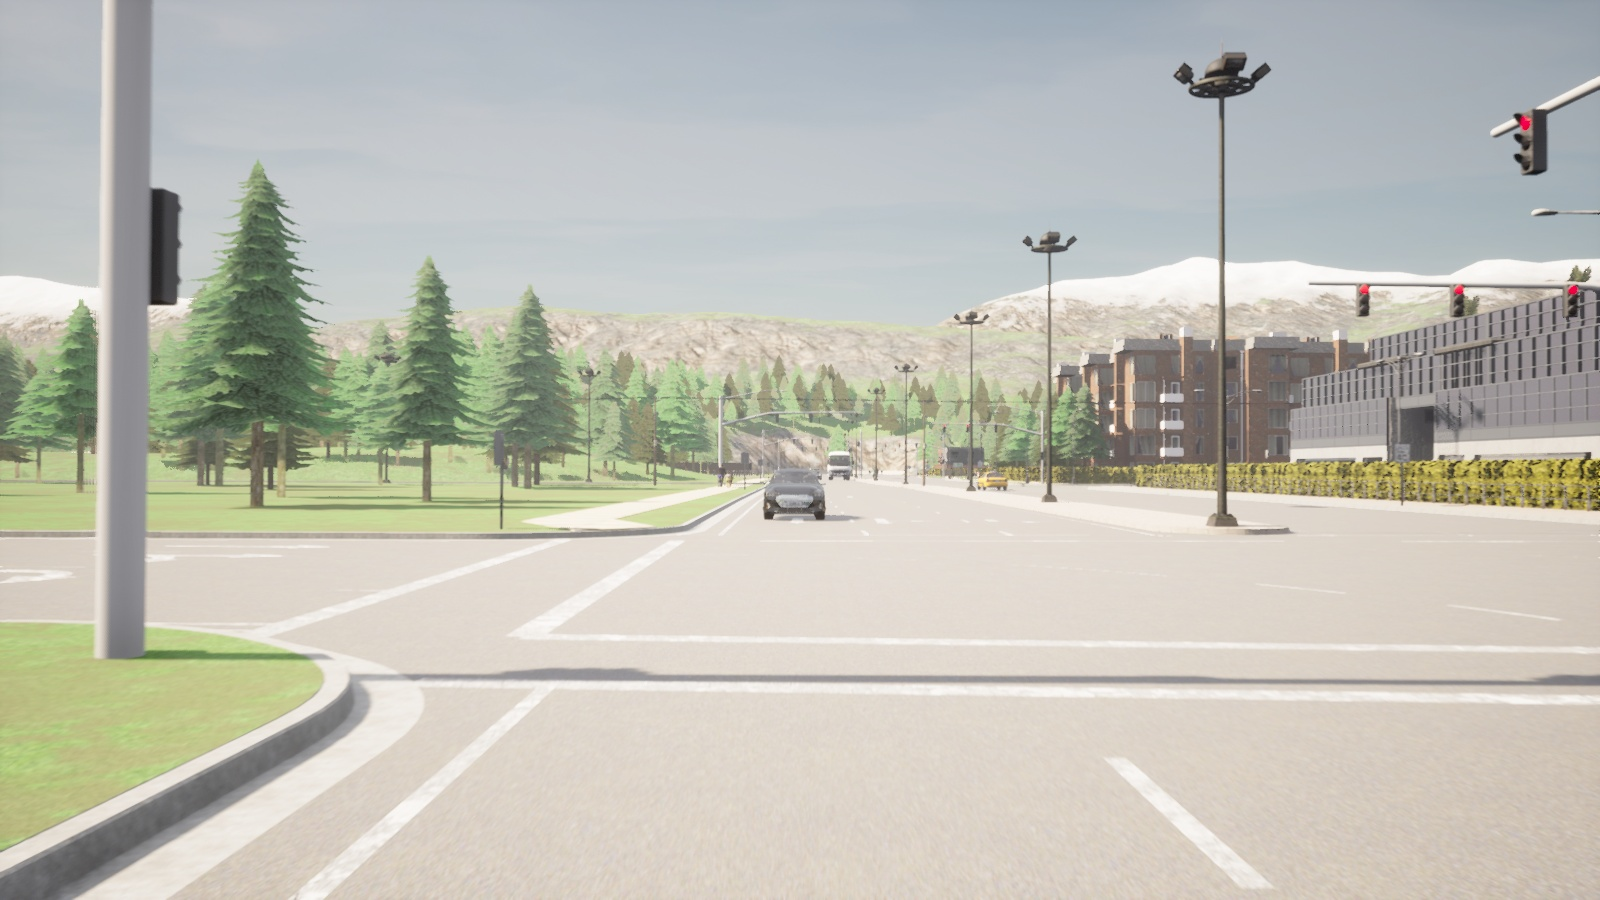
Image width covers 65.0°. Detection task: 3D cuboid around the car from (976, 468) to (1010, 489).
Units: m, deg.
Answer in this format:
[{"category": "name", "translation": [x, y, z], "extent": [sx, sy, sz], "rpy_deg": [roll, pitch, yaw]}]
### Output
[{"category": "car", "translation": [14.850, 2.191, 96.869], "extent": [1.801, 1.575, 5.366], "rpy_deg": [0, -1, 0]}]

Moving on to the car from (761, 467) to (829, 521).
[{"category": "car", "translation": [-0.168, 1.369, 40.454], "extent": [2.033, 1.649, 4.856], "rpy_deg": [0, -1, 0]}]
